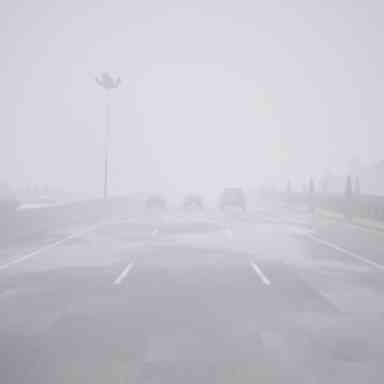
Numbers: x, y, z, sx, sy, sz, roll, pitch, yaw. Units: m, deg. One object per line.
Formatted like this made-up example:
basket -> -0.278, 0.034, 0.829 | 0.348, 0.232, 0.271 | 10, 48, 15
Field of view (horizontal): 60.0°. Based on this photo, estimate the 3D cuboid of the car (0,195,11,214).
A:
car -> -14.093, 1.012, 23.958 | 2.128, 1.511, 4.902 | 0, 1, 0

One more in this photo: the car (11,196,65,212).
car -> -10.594, 1.052, 23.733 | 1.812, 1.442, 4.674 | 0, 1, 0

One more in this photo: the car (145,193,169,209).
car -> -3.397, 0.845, 32.521 | 1.837, 1.490, 4.892 | 0, 1, 0

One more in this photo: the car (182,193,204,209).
car -> 0.102, 0.844, 32.593 | 1.837, 1.490, 4.892 | 0, 1, 0

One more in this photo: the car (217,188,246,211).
car -> 3.603, 0.593, 31.032 | 2.150, 2.045, 5.566 | 0, 1, 0
